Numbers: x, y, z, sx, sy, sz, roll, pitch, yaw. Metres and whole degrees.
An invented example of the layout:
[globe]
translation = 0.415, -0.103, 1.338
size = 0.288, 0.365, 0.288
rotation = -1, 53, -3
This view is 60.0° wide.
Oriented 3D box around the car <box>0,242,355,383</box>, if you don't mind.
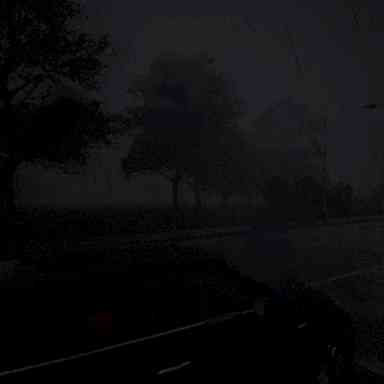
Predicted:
[car]
translation = -0.263, 1.354, 3.560
size = 4.553, 1.767, 2.097
rotation = 0, 0, -35
